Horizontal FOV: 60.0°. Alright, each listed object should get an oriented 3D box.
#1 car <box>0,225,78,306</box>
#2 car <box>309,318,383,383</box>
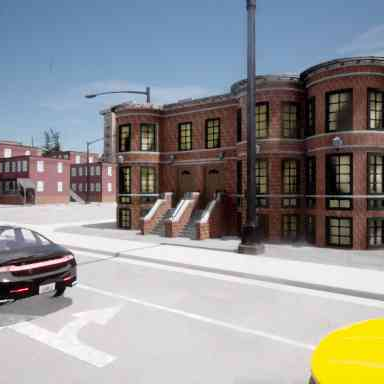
[{"bbox_3d":[-4.569,1.492,7.263,4.902,1.511,2.128,0,0,34],"label":"car"},{"bbox_3d":[3.198,1.478,1.713,5.008,1.535,1.882,0,0,36],"label":"car"}]
